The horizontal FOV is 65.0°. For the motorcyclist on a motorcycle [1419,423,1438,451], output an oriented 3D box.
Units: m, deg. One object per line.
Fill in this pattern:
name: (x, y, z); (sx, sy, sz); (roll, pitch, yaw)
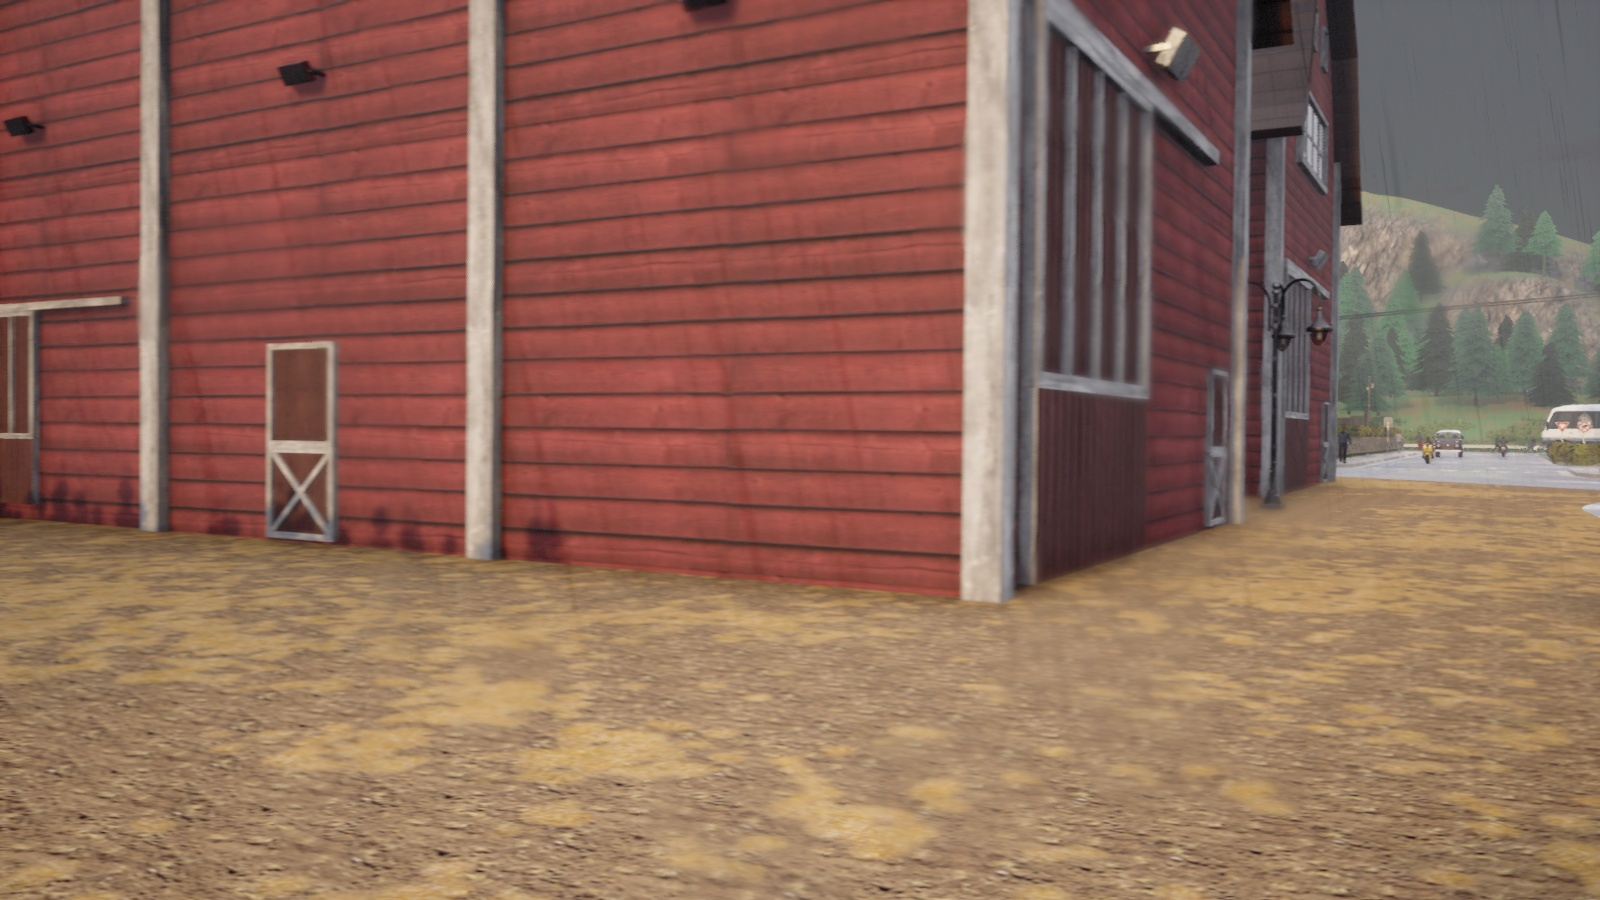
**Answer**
motorcyclist on a motorcycle: (34.536, -0.720, 68.992); (0.797, 1.523, 2.044); (0, 1, 29)

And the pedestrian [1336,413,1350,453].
pedestrian: (26.588, -0.838, 61.442); (0.423, 1.949, 0.788); (0, 1, 39)
